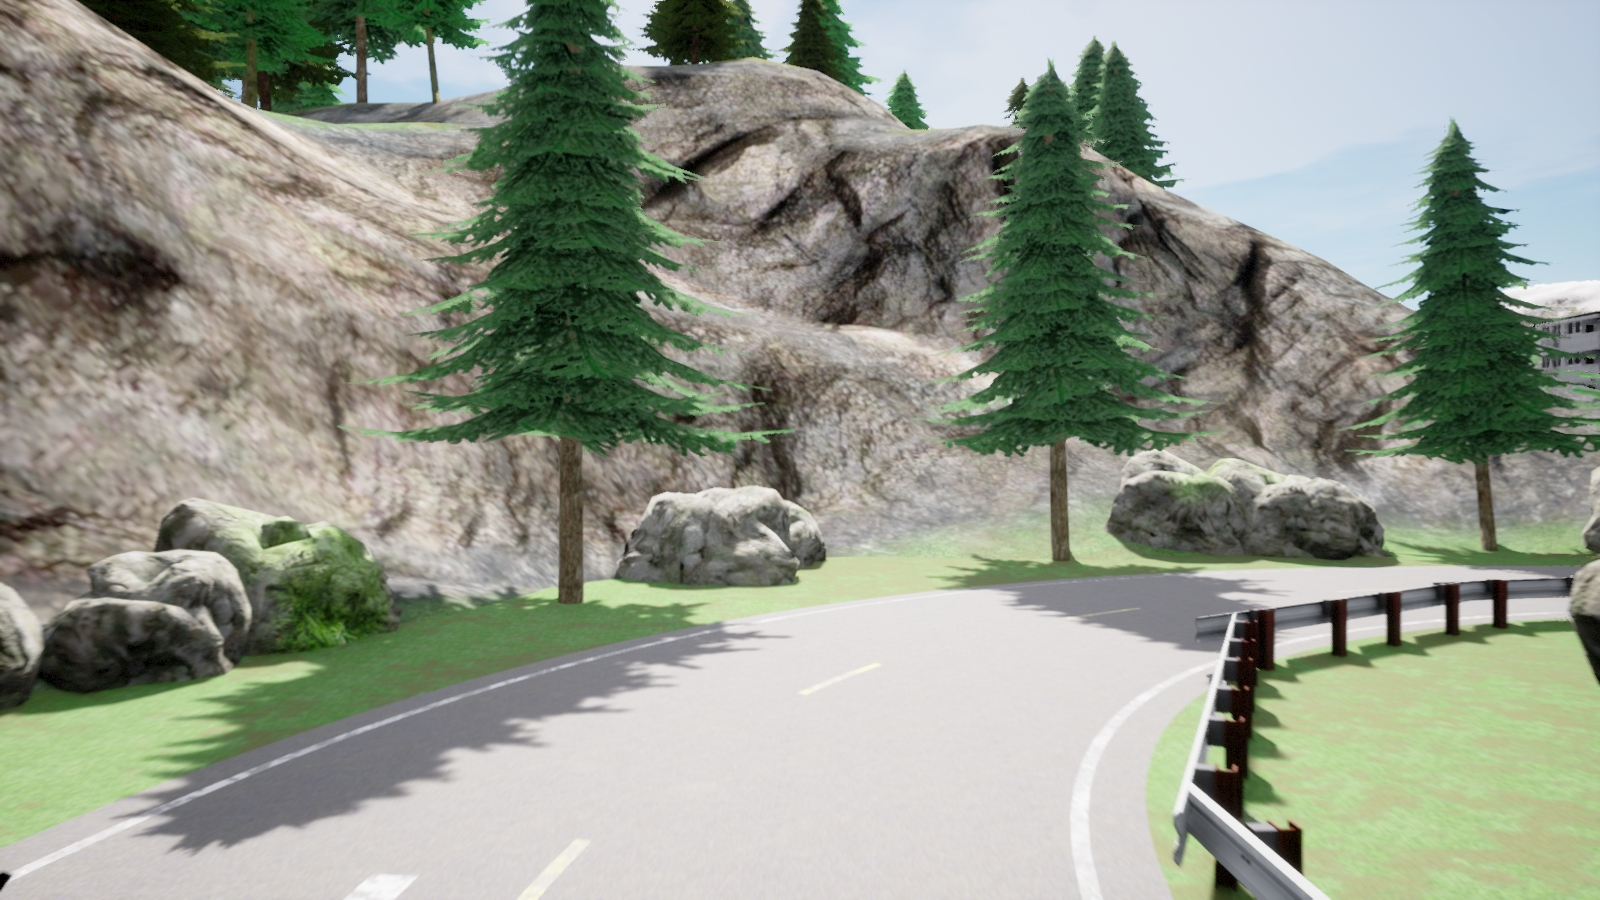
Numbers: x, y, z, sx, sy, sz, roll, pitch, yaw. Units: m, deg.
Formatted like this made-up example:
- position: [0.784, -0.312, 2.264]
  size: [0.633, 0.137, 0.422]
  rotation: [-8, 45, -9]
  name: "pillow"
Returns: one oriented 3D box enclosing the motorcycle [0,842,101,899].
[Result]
- position: [-3.302, 2.200, 3.494]
  size: [0.867, 1.251, 2.209]
  rotation: [0, 0, 4]
  name: "motorcycle"
